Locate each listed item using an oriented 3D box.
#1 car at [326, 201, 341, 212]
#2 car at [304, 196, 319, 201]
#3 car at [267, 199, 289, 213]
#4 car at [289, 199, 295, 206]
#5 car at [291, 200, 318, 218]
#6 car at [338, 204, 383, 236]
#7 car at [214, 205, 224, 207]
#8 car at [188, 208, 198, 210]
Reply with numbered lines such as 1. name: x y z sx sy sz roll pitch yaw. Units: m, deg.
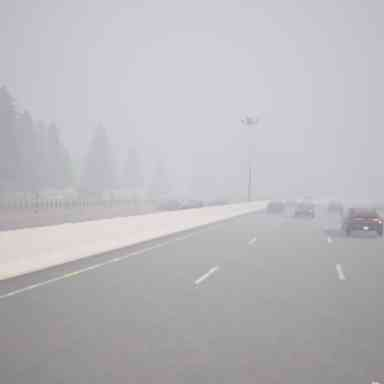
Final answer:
1. car: 19.131 1.923 44.421 1.812 1.442 4.674 0 -1 20
2. car: 20.531 1.697 57.401 2.150 2.045 5.566 0 -1 24
3. car: 10.614 1.788 41.565 1.882 1.535 5.008 0 -1 20
4. car: 17.865 1.996 59.933 1.812 1.442 4.674 0 -1 25
5. car: 11.652 1.827 34.271 2.033 1.411 5.357 0 0 20
6. car: 10.099 1.693 19.960 1.837 1.490 4.892 0 -1 20
7. car: 3.473 1.750 42.737 2.128 1.511 4.902 0 0 20
8. car: 0.372 1.787 44.432 2.033 1.411 5.357 0 0 20
